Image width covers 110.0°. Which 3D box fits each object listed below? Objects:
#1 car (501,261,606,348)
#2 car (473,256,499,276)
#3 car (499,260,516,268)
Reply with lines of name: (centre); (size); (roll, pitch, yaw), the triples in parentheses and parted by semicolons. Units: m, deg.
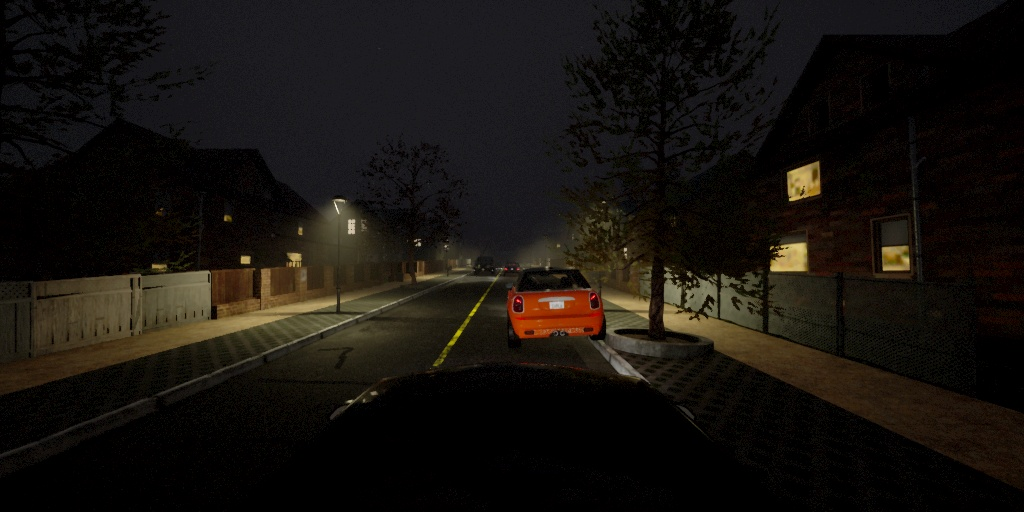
car: (0.911, 1.060, 9.443); (2.097, 1.767, 4.553); (-3, -1, 0)
car: (-2.906, 1.034, 38.851); (2.150, 2.045, 5.566); (0, 0, 0)
car: (0.023, 1.359, 38.220); (2.033, 1.411, 5.357); (0, 0, 0)
